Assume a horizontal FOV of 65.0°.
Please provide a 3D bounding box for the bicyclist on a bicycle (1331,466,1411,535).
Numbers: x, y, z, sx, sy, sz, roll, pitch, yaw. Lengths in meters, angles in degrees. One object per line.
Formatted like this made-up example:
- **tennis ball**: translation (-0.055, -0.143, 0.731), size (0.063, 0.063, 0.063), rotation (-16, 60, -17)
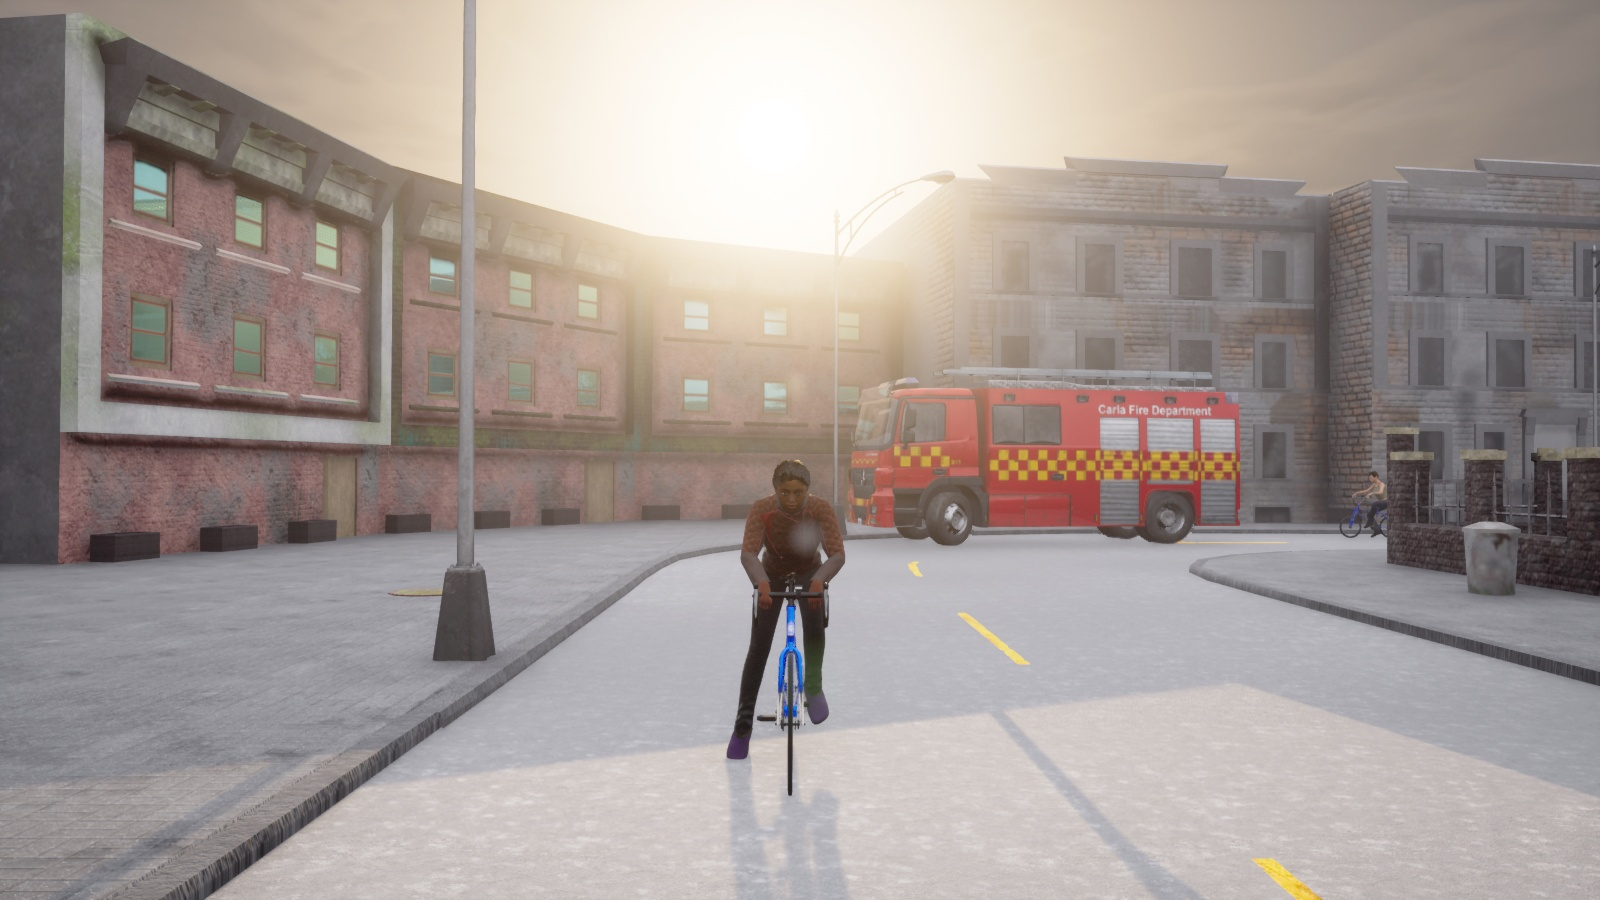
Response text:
- **bicyclist on a bicycle**: translation (13.710, 1.202, 30.165), size (1.509, 1.612, 0.866), rotation (0, -1, 0)

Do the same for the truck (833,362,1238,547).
- **truck**: translation (5.203, 0.098, 28.258), size (8.468, 3.827, 2.891), rotation (0, -1, -12)

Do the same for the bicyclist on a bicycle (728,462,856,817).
- **bicyclist on a bicycle**: translation (-0.040, 0.878, 6.590), size (0.582, 1.620, 1.656), rotation (0, -1, 0)
